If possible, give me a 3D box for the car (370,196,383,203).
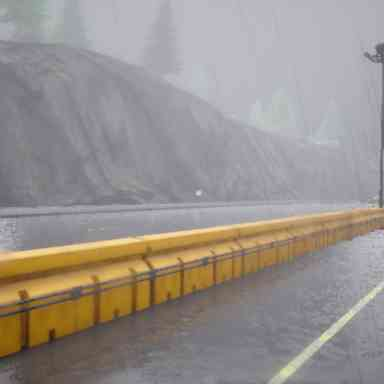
[{"bbox_3d":[38.702,1.556,68.704,5.008,1.535,1.882,1,0,-35],"label":"car"}]
